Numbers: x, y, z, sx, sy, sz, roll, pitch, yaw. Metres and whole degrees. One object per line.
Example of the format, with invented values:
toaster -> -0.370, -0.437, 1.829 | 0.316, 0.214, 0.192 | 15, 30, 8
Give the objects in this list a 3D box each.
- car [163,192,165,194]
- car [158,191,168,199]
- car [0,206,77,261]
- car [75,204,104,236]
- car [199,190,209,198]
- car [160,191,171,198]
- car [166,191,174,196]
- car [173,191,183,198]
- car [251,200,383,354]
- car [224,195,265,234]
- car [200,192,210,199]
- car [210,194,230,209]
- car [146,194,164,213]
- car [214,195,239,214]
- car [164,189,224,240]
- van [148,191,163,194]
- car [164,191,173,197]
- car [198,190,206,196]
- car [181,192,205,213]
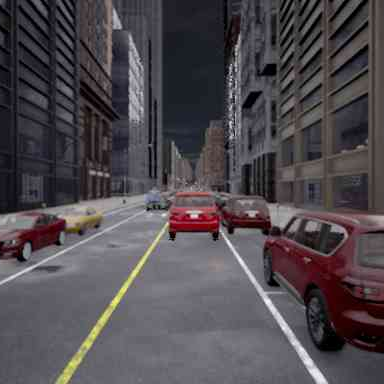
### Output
car -> -5.885, 0.753, 62.229 | 1.947, 1.339, 4.313 | 1, 1, 0
car -> -5.887, 0.642, 67.683 | 1.752, 1.417, 4.829 | 1, 1, 0
car -> -5.857, 1.393, 11.611 | 1.887, 1.381, 4.507 | 1, 1, 0
car -> -5.860, 1.303, 17.065 | 1.752, 1.417, 4.829 | 1, 1, 0
car -> 2.636, 0.482, 73.474 | 1.967, 1.590, 4.097 | 1, 1, 0
car -> -5.891, 0.592, 73.477 | 2.008, 1.369, 4.403 | 1, 1, 0
car -> -5.900, 0.369, 90.349 | 1.887, 1.381, 4.507 | 1, 1, 0
car -> -3.040, 0.568, 71.881 | 2.033, 1.411, 5.357 | 0, 1, 0
car -> 2.674, 1.237, 5.985 | 2.192, 1.841, 5.009 | 1, 1, 0
car -> 2.668, 1.091, 17.233 | 2.192, 1.841, 5.009 | 1, 1, 0
car -> 2.638, 0.659, 67.851 | 1.887, 1.381, 4.507 | 1, 1, 0
car -> 3.124, 1.008, 37.974 | 1.837, 1.490, 4.892 | 0, 1, 0
car -> -3.116, 1.156, 31.235 | 1.994, 1.385, 4.181 | 0, 1, 0
car -> 3.128, 1.100, 30.975 | 1.837, 1.490, 4.892 | 0, 1, 0
car -> 0.088, 1.015, 15.881 | 2.150, 2.045, 5.566 | 0, 1, 0
van -> -5.876, 0.675, 50.978 | 1.690, 1.788, 3.998 | 1, 1, 0
car -> -5.897, 0.462, 84.725 | 1.947, 1.339, 4.313 | 1, 1, 0
car -> 2.627, 0.264, 90.345 | 1.967, 1.590, 4.097 | 1, 1, 0
car -> 0.079, 0.934, 32.017 | 2.097, 1.767, 4.553 | 0, 1, 0
